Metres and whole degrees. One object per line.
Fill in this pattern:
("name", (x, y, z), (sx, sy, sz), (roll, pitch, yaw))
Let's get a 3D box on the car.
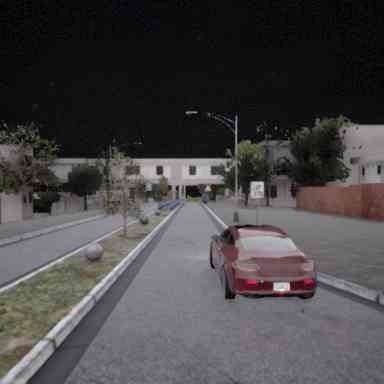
("car", (1.512, 1.523, 8.257), (1.812, 1.442, 4.674), (0, 0, -2))
